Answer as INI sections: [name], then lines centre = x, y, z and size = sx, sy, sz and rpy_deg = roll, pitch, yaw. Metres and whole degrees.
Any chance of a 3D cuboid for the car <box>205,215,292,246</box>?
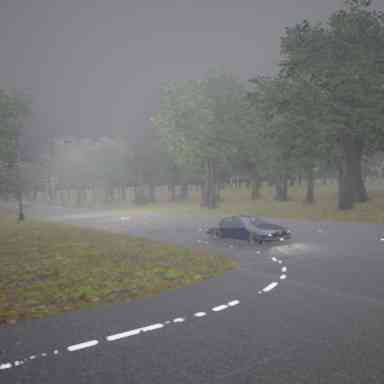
[car]
centre = 2.902, 2.026, 18.634
size = 2.033, 1.411, 5.357
rpy_deg = -4, 1, -35
